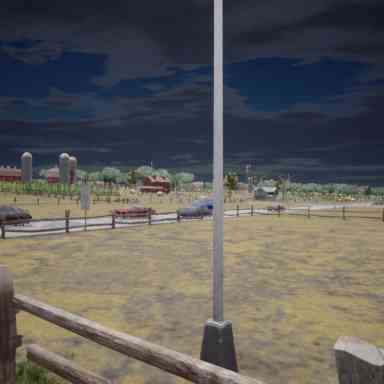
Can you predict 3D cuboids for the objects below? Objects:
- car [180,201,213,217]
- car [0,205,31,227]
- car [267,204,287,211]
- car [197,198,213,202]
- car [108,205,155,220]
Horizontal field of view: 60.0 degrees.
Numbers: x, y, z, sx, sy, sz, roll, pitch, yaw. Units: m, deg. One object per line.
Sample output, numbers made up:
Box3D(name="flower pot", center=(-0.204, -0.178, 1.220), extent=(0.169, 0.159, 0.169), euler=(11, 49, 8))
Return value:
Box3D(name="car", center=(0.662, 2.099, 36.536), extent=(2.033, 1.411, 5.357), euler=(2, 0, 36))
Box3D(name="car", center=(-13.338, 1.642, 22.165), extent=(1.837, 1.490, 4.892), euler=(2, 0, 36))
Box3D(name="car", center=(14.248, 2.567, 55.365), extent=(1.895, 1.301, 4.718), euler=(2, 0, 36))
Box3D(name="car", center=(1.755, 1.792, 43.040), extent=(2.150, 2.045, 5.566), euler=(2, 0, 36))
Box3D(name="car", center=(-5.835, 1.947, 32.560), extent=(1.895, 1.301, 4.718), euler=(2, 0, 36))
